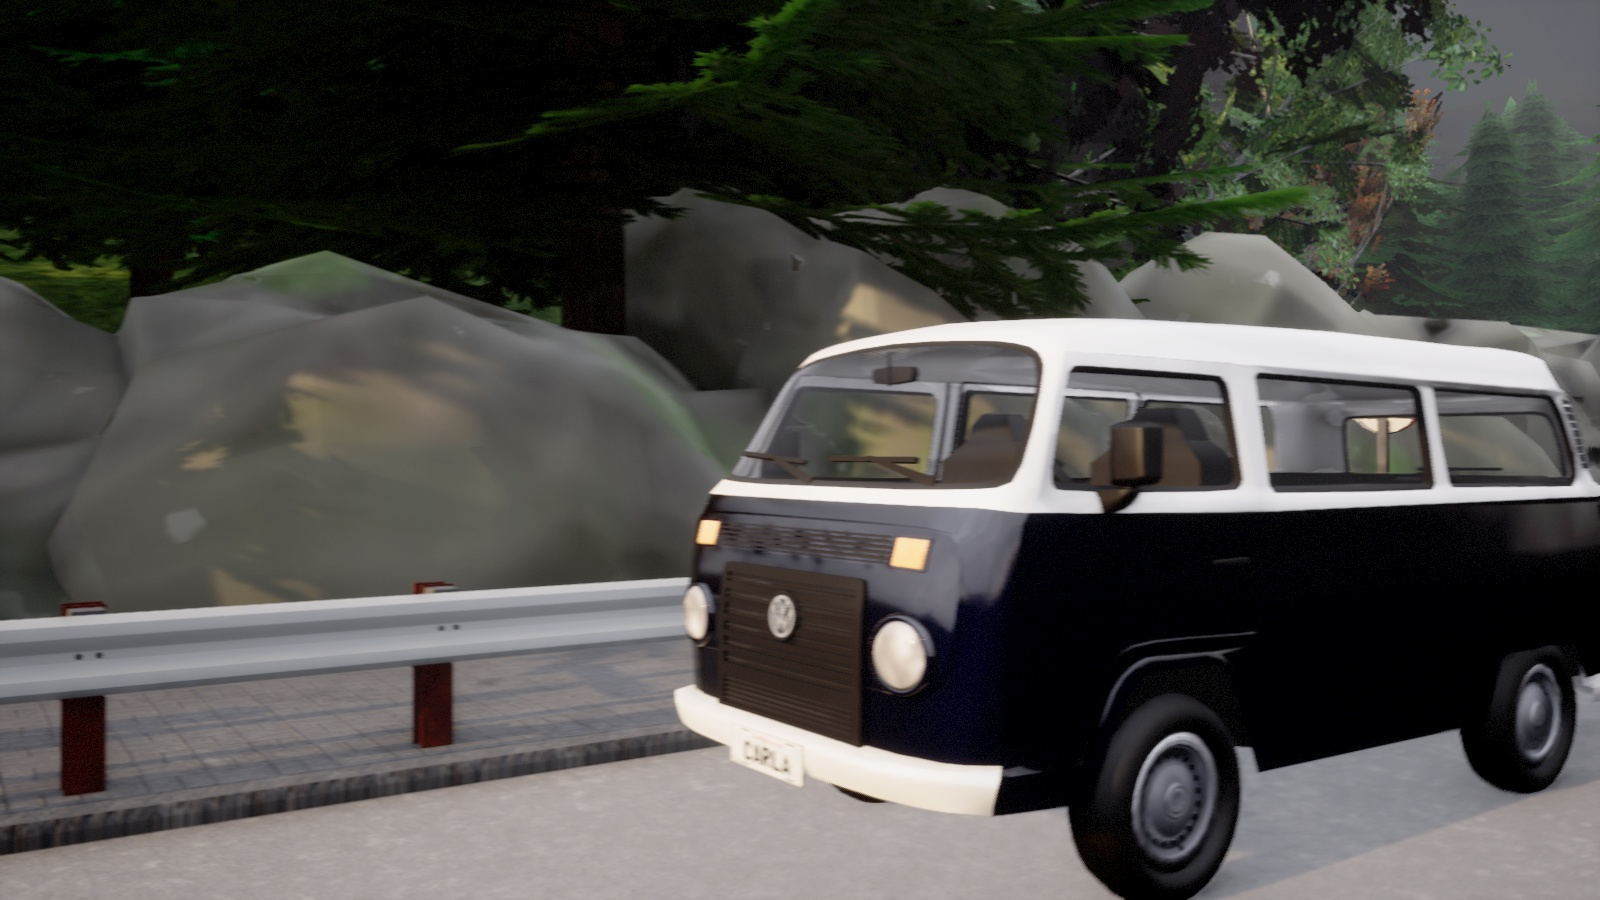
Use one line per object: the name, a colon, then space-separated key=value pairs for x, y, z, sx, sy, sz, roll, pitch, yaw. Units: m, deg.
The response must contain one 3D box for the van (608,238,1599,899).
van: x=1.671 y=0.482 z=5.434 sx=4.480 sy=2.038 sz=2.069 roll=1 pitch=-1 yaw=-35
